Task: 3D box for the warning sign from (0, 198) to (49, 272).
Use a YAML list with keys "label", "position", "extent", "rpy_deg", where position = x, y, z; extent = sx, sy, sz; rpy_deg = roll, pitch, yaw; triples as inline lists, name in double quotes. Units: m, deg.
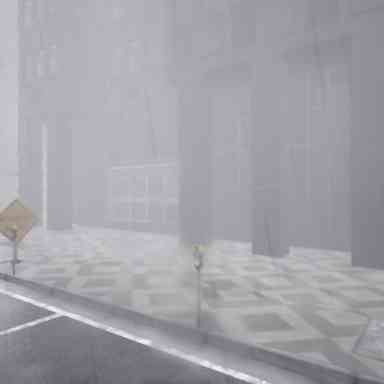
- label: "warning sign"
  position: [-4.910, 1.110, 9.286]
  extent: [1.060, 1.860, 1.300]
  rpy_deg: [0, 0, 35]
